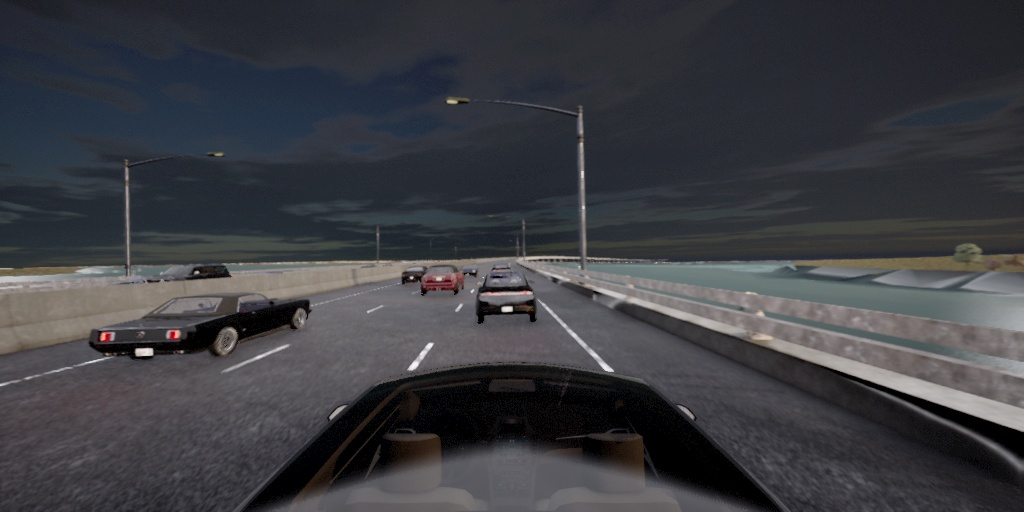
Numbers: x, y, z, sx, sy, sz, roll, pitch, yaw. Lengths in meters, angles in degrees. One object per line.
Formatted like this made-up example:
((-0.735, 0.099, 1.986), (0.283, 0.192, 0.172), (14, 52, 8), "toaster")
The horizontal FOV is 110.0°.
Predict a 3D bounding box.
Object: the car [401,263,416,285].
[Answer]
((-7.884, 1.567, 30.339), (1.882, 1.535, 5.008), (-1, 0, -2), "car")

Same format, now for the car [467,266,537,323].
((-0.234, 1.306, 12.539), (2.128, 1.511, 4.902), (-1, 0, -2), "car")

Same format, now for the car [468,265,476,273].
((-4.677, 1.662, 39.755), (1.895, 1.301, 4.718), (-1, 0, -2), "car")

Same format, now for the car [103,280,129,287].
((-25.418, 2.026, 25.236), (2.033, 1.411, 5.357), (-1, 0, -2), "car")

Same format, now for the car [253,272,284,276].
((-18.477, 1.888, 27.183), (1.994, 1.385, 4.181), (-1, 0, -2), "car")

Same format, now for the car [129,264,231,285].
((-21.893, 1.612, 24.388), (2.150, 2.045, 5.566), (-1, 0, -2), "car")

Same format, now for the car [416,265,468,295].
((-4.089, 1.307, 21.819), (2.097, 1.767, 4.553), (-1, 0, -2), "car")

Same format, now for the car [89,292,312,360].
((-7.096, 1.559, 9.051), (1.895, 1.301, 4.718), (-1, 0, -2), "car")

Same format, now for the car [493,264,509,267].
((-0.942, 1.425, 32.164), (2.128, 1.511, 4.902), (-1, 0, -2), "car")
